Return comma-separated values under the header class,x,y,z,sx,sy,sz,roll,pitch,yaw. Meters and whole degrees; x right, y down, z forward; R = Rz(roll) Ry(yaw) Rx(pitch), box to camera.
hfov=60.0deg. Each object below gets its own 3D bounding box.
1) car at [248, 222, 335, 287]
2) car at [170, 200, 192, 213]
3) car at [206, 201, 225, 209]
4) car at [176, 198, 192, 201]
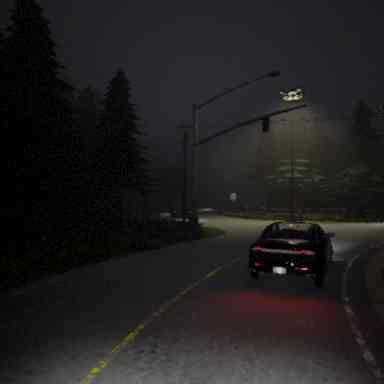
class,x,y,z,sx,sy,sz,roll,pitch,yaw
car,3.084,1.629,9.901,2.128,1.511,4.902,0,-1,26
car,-1.281,1.959,35.475,1.837,1.490,4.892,0,-1,-10
car,4.146,2.327,58.540,1.994,1.385,4.181,0,-1,33
car,-1.344,1.809,46.524,2.150,2.045,5.566,0,-1,14
